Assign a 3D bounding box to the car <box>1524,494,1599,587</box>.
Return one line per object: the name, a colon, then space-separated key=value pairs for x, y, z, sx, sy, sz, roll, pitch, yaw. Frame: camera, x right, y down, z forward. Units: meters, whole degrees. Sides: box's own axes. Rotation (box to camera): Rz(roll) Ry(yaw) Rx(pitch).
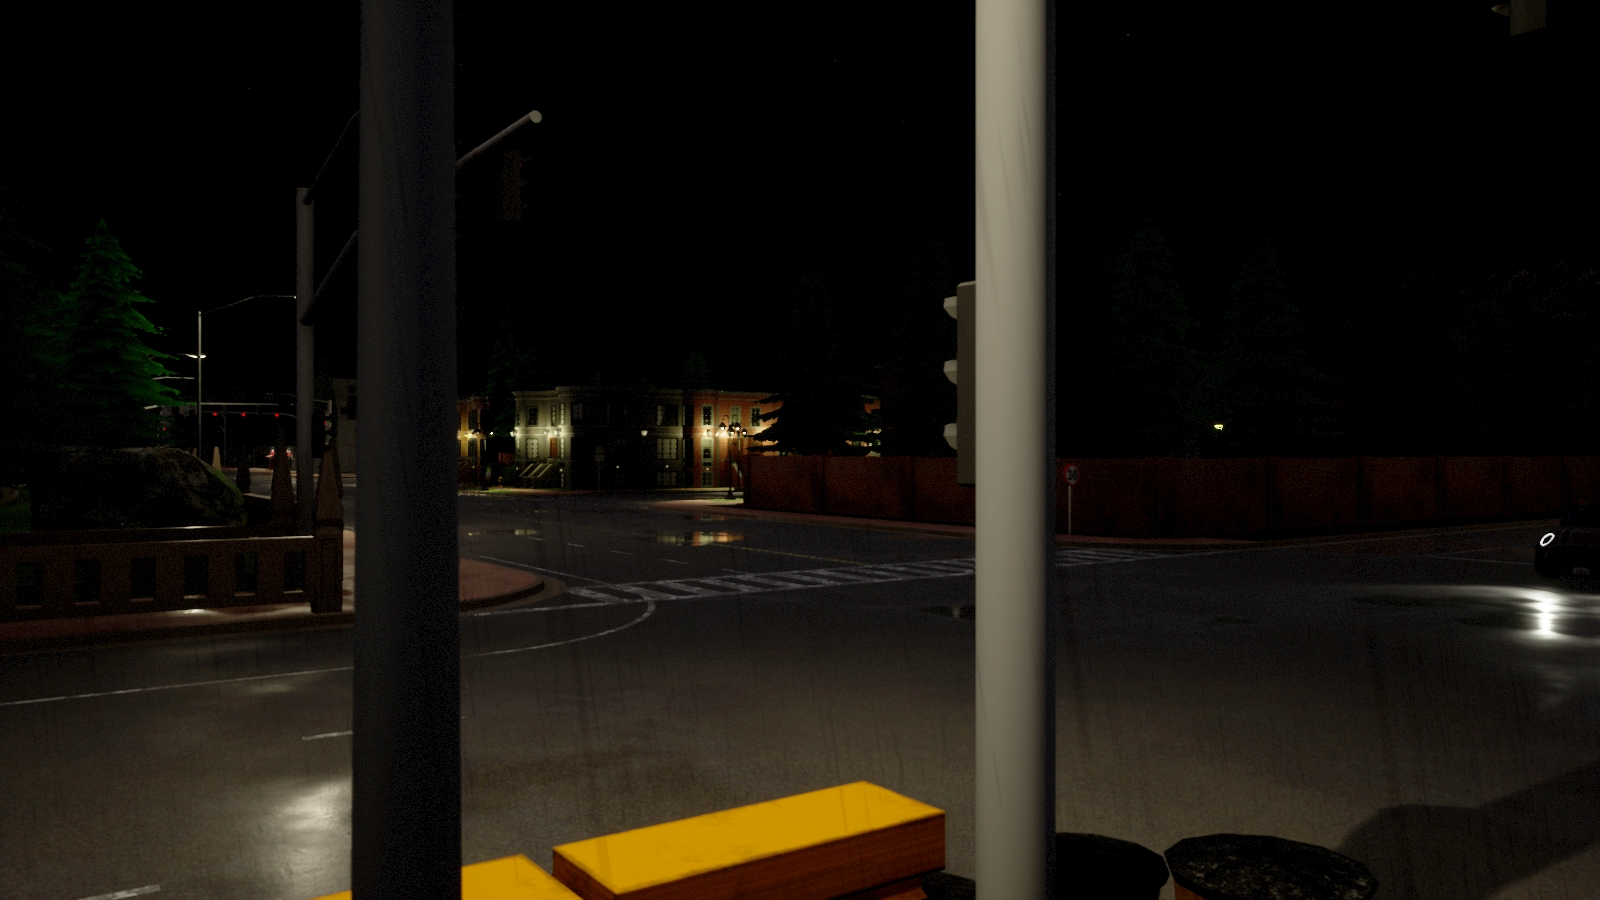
car: x=17.958 y=1.917 z=24.903 sx=4.553 sy=1.767 sz=2.097 roll=0 pitch=0 yaw=-35
